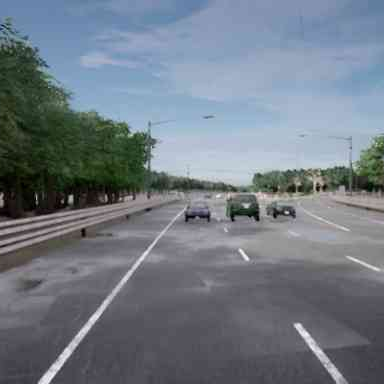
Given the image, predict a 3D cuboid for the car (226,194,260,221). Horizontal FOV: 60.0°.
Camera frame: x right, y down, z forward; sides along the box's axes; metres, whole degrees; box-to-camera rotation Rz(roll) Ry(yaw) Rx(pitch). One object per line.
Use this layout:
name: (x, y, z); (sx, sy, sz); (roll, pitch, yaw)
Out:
car: (3.976, 1.150, 26.528); (2.150, 2.045, 5.566); (0, 0, 1)

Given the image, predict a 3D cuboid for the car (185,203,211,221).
car: (0.458, 1.530, 25.921); (1.895, 1.301, 4.718); (0, 0, 1)

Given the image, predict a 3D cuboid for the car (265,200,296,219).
car: (7.547, 1.451, 28.492); (1.812, 1.442, 4.674); (0, 0, 2)

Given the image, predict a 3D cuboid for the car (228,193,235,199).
car: (11.361, 1.187, 94.914); (1.882, 1.535, 5.008); (0, 0, 5)
